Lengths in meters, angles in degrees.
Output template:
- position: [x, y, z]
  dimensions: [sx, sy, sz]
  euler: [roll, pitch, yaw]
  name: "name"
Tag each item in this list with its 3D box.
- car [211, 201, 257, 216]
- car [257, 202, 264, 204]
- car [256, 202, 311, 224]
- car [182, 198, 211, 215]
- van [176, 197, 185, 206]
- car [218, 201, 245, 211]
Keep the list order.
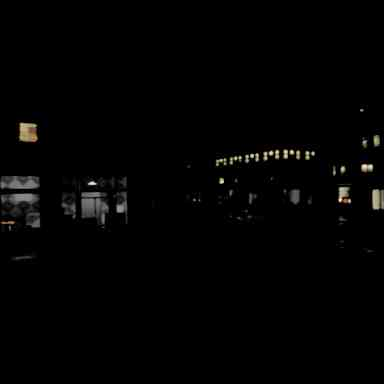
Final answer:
- position: [4.625, 1.821, 37.603]
  dimensions: [2.128, 1.511, 4.902]
  euler: [-1, 0, -29]
  name: "car"
- position: [8.286, 1.883, 42.952]
  dimensions: [1.802, 1.307, 4.206]
  euler: [-1, 0, -29]
  name: "car"
- position: [7.502, 1.799, 26.695]
  dimensions: [1.947, 1.339, 4.313]
  euler: [-1, 0, -29]
  name: "car"
- position: [0.935, 1.832, 38.922]
  dimensions: [1.967, 1.590, 4.097]
  euler: [-1, 0, -29]
  name: "car"
- position: [-2.362, 1.887, 62.367]
  dimensions: [1.690, 1.788, 3.998]
  euler: [-1, 0, -29]
  name: "van"
- position: [5.626, 1.945, 47.805]
  dimensions: [1.802, 1.307, 4.206]
  euler: [-1, 0, -29]
  name: "car"
